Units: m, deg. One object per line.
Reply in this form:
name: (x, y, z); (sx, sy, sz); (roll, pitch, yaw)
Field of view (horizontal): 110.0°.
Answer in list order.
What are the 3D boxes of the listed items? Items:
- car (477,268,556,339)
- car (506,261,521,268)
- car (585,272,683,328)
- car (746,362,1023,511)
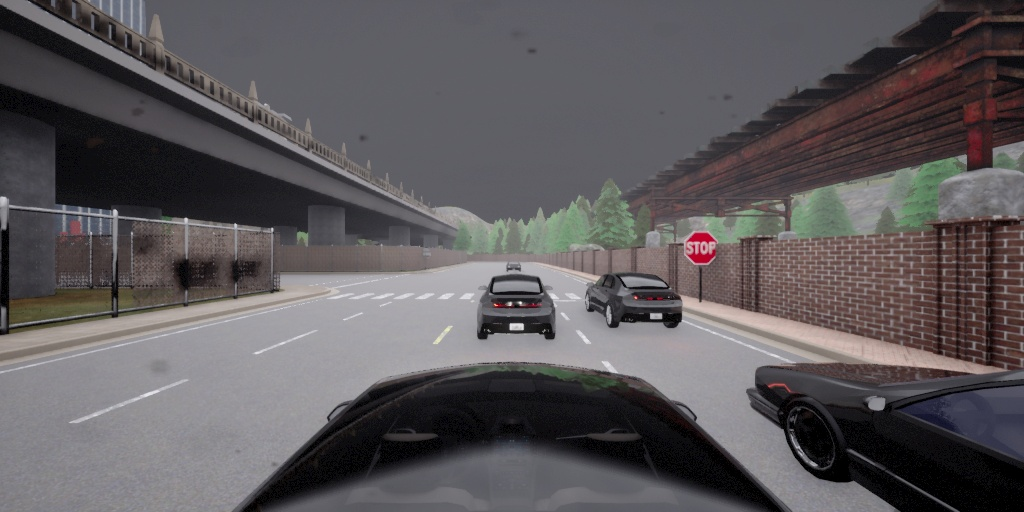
car: (0.102, 1.255, 10.009); (1.837, 1.490, 4.892); (0, 0, 0)
car: (0.203, 1.351, 46.293); (1.895, 1.301, 4.718); (0, 0, -1)
car: (3.604, 1.255, 11.366); (1.837, 1.490, 4.892); (0, 0, 0)
car: (3.600, 1.297, 1.620); (2.033, 1.411, 5.357); (0, 0, 0)
